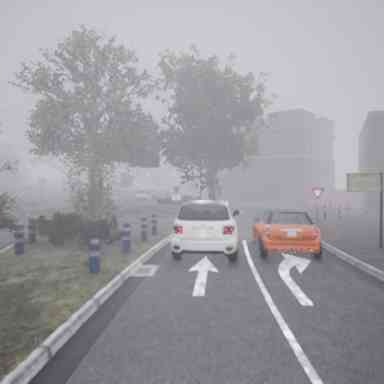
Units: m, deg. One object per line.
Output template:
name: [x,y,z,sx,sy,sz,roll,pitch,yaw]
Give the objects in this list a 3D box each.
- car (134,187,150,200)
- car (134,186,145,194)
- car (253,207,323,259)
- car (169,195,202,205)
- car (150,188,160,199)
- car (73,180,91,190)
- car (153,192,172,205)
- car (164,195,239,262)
car: [-9.712,0.413,63.897,2.150,2.045,5.566,0,5,-10]
car: [-12.156,-0.473,76.484,2.128,1.511,4.902,0,5,-13]
car: [3.566,1.415,13.150,2.097,1.767,4.553,0,0,7]
car: [-1.059,1.185,53.128,4.892,1.490,1.837,0,1,29]
car: [-6.920,0.606,65.363,2.128,1.511,4.902,0,5,-10]
car: [-29.660,-1.732,90.001,4.892,1.521,2.231,-3,6,-35]
car: [-3.286,1.230,51.064,4.674,1.442,1.812,1,1,33]
car: [0.602,1.284,12.651,2.150,2.045,5.566,0,0,6]
